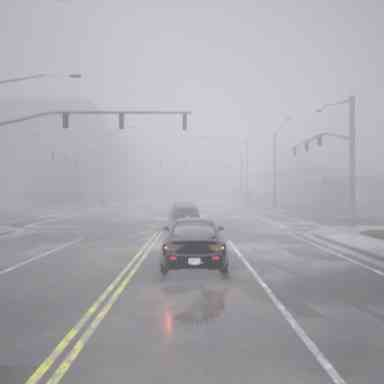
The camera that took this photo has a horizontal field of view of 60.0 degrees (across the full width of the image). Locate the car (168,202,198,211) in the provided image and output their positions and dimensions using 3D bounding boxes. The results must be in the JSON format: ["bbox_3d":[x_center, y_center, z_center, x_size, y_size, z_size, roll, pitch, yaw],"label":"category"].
[{"bbox_3d":[-0.707,1.468,24.924,1.882,1.535,5.008,0,0,-8],"label":"car"}]

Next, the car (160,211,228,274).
[{"bbox_3d":[0.058,1.528,10.410,1.812,1.442,4.674,0,0,0],"label":"car"}]
